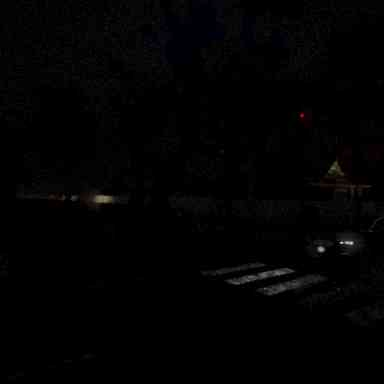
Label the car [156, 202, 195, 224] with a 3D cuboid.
[{"bbox_3d":[-1.695,1.535,25.724,1.882,1.535,5.008,1,0,-36],"label":"car"}]

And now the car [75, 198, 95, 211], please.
[{"bbox_3d":[-13.671,1.565,42.442,1.882,1.535,5.008,1,0,-35],"label":"car"}]

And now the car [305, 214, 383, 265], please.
[{"bbox_3d":[6.047,1.548,11.867,4.902,1.511,2.128,0,0,-35],"label":"car"}]
